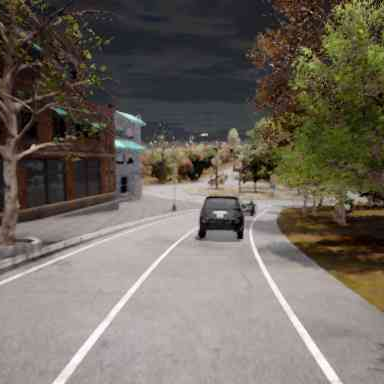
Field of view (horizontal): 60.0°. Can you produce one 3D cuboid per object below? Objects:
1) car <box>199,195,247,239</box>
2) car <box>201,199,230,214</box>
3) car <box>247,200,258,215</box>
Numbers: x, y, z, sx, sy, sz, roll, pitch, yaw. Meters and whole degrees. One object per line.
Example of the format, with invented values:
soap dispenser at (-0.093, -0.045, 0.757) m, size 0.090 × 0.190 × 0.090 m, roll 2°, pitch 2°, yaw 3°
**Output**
car at (1.705, 1.212, 17.842) m, size 2.150 × 2.045 × 5.566 m, roll 1°, pitch 0°, yaw 9°
car at (2.669, 1.528, 36.713) m, size 2.033 × 1.411 × 5.357 m, roll 2°, pitch 0°, yaw 17°
car at (5.750, 1.571, 34.973) m, size 2.128 × 1.511 × 4.902 m, roll 2°, pitch 0°, yaw 16°
